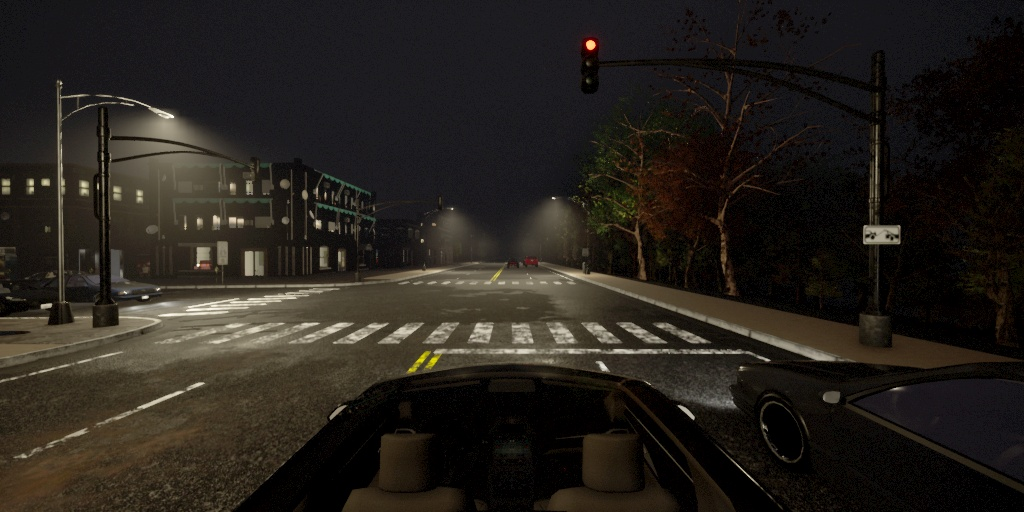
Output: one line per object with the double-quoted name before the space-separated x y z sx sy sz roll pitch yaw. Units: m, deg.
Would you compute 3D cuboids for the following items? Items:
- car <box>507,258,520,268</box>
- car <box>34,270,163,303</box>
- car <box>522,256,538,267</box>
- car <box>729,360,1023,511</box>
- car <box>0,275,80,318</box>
"car" 0.188 1.230 60.655 1.837 1.490 4.892 0 0 0
"car" -19.282 1.511 16.413 5.357 1.411 2.033 -1 1 3
"car" 3.440 0.947 63.902 2.150 2.045 5.566 0 0 0
"car" 3.326 1.297 1.696 2.033 1.411 5.357 0 0 3
"car" -19.931 1.564 13.688 4.313 1.339 1.948 0 0 0
